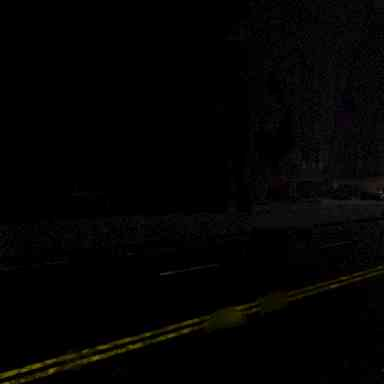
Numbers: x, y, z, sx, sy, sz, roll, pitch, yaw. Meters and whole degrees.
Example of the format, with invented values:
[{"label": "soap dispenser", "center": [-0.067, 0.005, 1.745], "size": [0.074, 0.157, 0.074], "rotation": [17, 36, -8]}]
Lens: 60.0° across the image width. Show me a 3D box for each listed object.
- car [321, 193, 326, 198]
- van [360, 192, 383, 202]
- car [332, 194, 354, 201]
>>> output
[{"label": "car", "center": [29.953, 0.850, 79.309], "size": [1.802, 1.307, 4.206], "rotation": [-1, 1, -35]}, {"label": "van", "center": [32.847, 0.867, 60.558], "size": [1.690, 1.788, 3.998], "rotation": [-1, 1, -35]}, {"label": "car", "center": [29.571, 1.078, 65.161], "size": [1.802, 1.307, 4.206], "rotation": [-1, 1, -35]}]
